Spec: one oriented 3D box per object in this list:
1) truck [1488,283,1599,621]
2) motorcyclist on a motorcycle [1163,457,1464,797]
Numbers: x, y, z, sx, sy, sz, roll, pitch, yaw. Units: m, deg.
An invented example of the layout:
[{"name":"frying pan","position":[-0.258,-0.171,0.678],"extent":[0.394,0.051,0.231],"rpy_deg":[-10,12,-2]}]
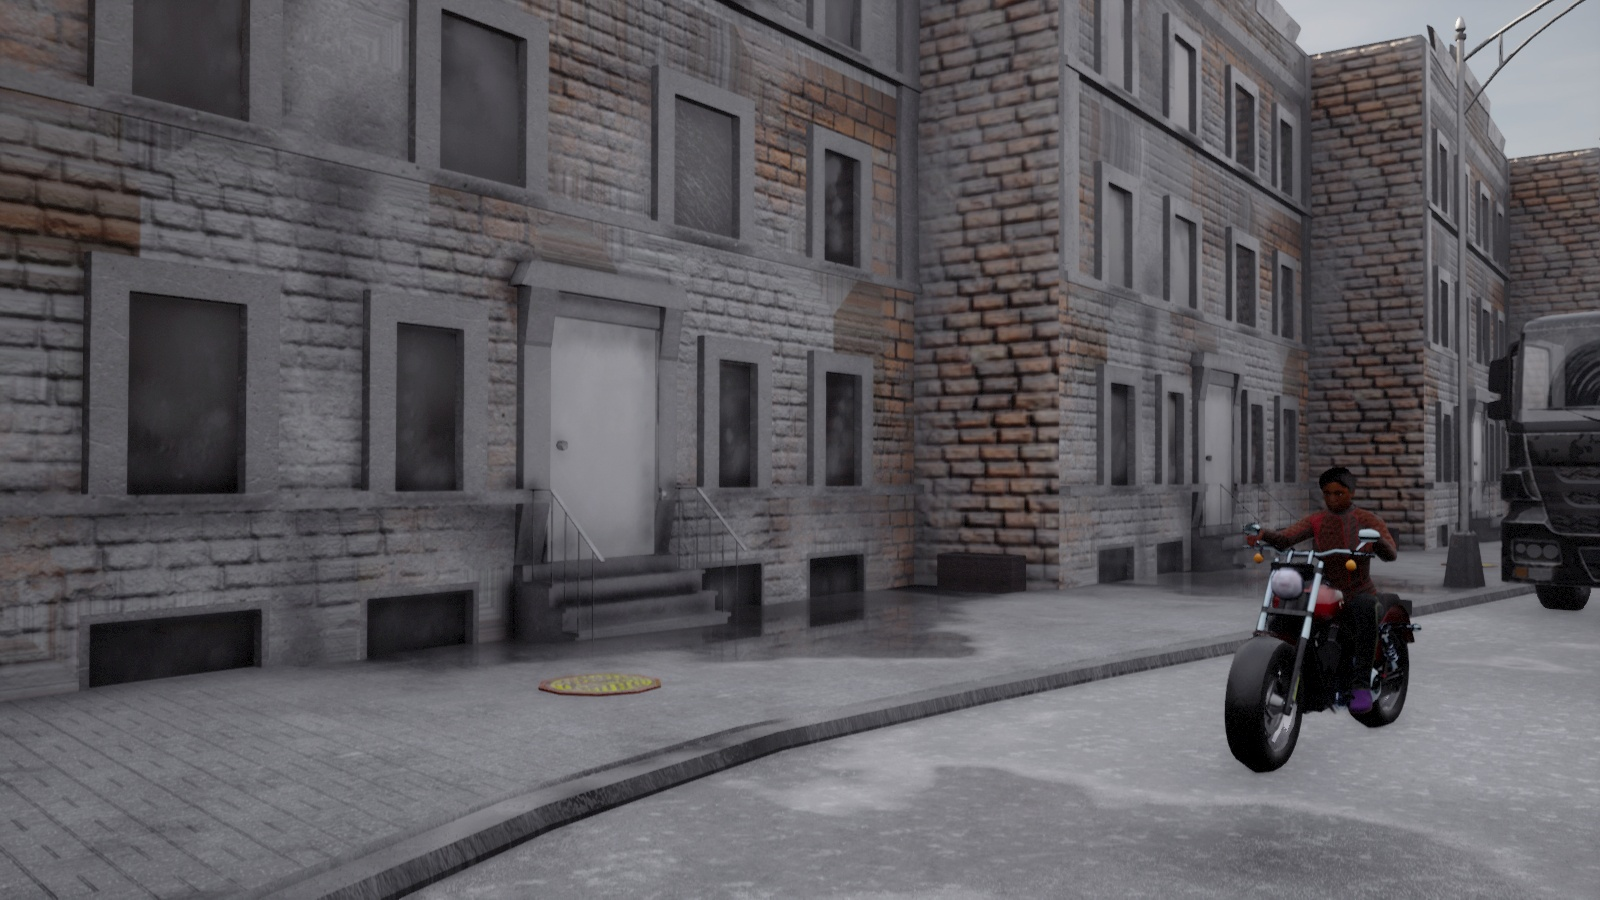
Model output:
[{"name":"truck","position":[11.342,0.046,15.296],"extent":[7.936,3.462,2.891],"rpy_deg":[1,-1,-44]},{"name":"motorcyclist on a motorcycle","position":[3.023,0.879,7.229],"extent":[0.766,1.649,2.350],"rpy_deg":[-1,-2,44]}]
